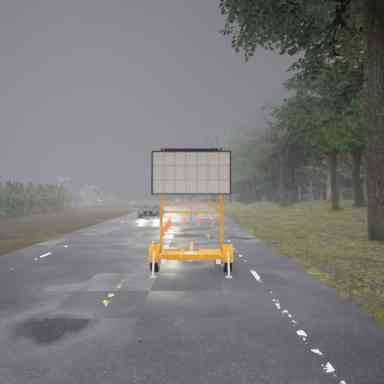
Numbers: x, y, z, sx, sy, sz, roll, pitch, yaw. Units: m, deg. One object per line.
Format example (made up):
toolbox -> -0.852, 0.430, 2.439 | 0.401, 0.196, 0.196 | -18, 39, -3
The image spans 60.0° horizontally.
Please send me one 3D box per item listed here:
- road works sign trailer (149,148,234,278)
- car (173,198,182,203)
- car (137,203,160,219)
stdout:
road works sign trailer -> -0.017, 0.480, 10.154 | 2.380, 3.560, 2.880 | 0, 0, 0
car -> -3.647, 2.233, 85.085 | 2.128, 1.511, 4.902 | 0, -1, 0
car -> -3.651, 1.656, 29.594 | 1.994, 1.385, 4.181 | 0, 0, 0
